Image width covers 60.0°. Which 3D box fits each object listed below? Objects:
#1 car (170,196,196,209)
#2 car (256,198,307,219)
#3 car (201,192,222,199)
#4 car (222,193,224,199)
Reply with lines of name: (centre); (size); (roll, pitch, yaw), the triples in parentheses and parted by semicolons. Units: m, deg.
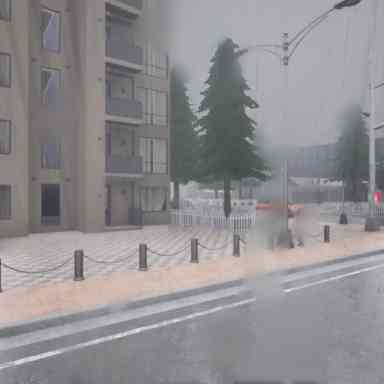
car: (-1.447, 1.579, 41.955); (1.994, 1.385, 4.181); (0, 0, -37)
car: (7.878, 1.367, 29.619); (2.097, 1.767, 4.553); (0, 0, -37)
car: (5.363, 1.112, 92.687); (1.932, 1.855, 4.605); (0, 0, -37)
car: (7.449, 1.092, 94.752); (1.905, 1.878, 3.866); (0, 0, -37)
